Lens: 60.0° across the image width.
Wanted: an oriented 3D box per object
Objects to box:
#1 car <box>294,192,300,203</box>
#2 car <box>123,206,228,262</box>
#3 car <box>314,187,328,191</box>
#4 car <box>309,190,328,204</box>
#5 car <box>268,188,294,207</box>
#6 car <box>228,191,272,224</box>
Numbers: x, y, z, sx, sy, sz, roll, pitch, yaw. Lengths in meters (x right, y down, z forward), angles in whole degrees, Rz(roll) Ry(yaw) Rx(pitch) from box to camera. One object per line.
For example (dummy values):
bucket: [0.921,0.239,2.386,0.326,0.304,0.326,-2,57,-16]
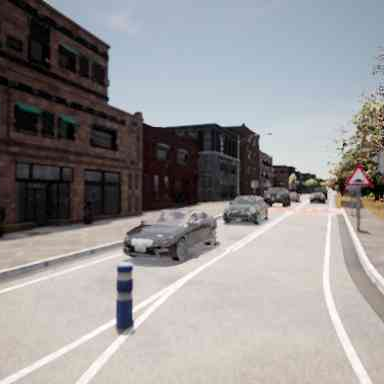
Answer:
car: [13.743,0.732,45.749,1.812,1.442,4.674,0,1,23]
car: [-0.554,1.361,11.908,2.128,1.511,4.902,0,1,23]
car: [20.754,0.266,53.862,2.150,2.045,5.566,0,1,23]
car: [16.853,0.823,44.655,1.895,1.301,4.718,0,1,23]
car: [8.716,0.538,33.961,2.150,2.045,5.566,0,-4,23]
car: [3.622,1.041,21.856,2.097,1.767,4.553,0,1,23]
